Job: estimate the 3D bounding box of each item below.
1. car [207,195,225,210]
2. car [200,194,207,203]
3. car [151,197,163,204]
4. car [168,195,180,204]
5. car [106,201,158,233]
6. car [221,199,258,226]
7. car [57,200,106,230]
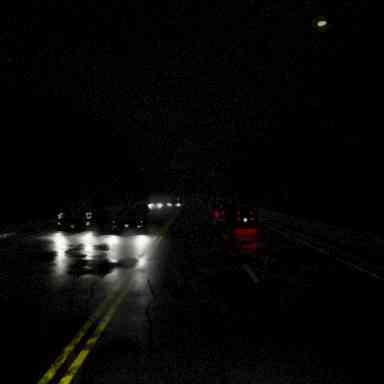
[{"bbox_3d":[3.353,1.436,41.048,2.128,1.511,4.902,0,0,0],"label":"car"},{"bbox_3d":[3.255,1.485,69.760,2.033,1.411,5.357,0,0,0],"label":"car"},{"bbox_3d":[-6.527,1.539,61.600,1.895,1.301,4.718,0,0,1],"label":"car"},{"bbox_3d":[-3.287,1.290,61.705,2.097,1.767,4.553,0,0,1],"label":"car"},{"bbox_3d":[-3.349,1.471,19.410,1.837,1.490,4.892,0,0,0],"label":"car"},{"bbox_3d":[3.350,1.468,23.265,1.837,1.490,4.892,0,1,0],"label":"car"},{"bbox_3d":[-6.599,1.317,20.600,2.097,1.767,4.553,0,0,0],"label":"car"}]
